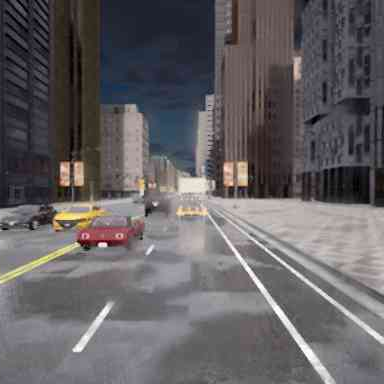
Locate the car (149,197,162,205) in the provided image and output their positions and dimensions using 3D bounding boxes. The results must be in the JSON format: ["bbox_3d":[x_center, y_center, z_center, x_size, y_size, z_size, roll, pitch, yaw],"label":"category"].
[{"bbox_3d":[-6.518,1.604,60.449,1.812,1.442,4.674,0,0,1],"label":"car"}]

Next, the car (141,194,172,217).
[{"bbox_3d":[-3.141,1.223,31.567,2.150,2.045,5.566,0,0,0],"label":"car"}]

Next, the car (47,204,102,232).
[{"bbox_3d":[-6.594,1.470,20.059,1.882,1.535,5.008,0,0,0],"label":"car"}]

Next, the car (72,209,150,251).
[{"bbox_3d":[-3.147,1.591,13.991,1.895,1.301,4.718,0,0,0],"label":"car"}]

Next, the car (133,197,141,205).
[{"bbox_3d":[-9.760,1.644,61.882,1.994,1.385,4.181,0,0,1],"label":"car"}]

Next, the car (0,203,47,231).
[{"bbox_3d":[-9.843,1.497,20.532,1.837,1.490,4.892,0,0,0],"label":"car"}]

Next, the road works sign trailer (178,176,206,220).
[{"bbox_3d":[0.016,0.463,28.421,2.380,3.560,2.880,0,0,1],"label":"road works sign trailer"}]
